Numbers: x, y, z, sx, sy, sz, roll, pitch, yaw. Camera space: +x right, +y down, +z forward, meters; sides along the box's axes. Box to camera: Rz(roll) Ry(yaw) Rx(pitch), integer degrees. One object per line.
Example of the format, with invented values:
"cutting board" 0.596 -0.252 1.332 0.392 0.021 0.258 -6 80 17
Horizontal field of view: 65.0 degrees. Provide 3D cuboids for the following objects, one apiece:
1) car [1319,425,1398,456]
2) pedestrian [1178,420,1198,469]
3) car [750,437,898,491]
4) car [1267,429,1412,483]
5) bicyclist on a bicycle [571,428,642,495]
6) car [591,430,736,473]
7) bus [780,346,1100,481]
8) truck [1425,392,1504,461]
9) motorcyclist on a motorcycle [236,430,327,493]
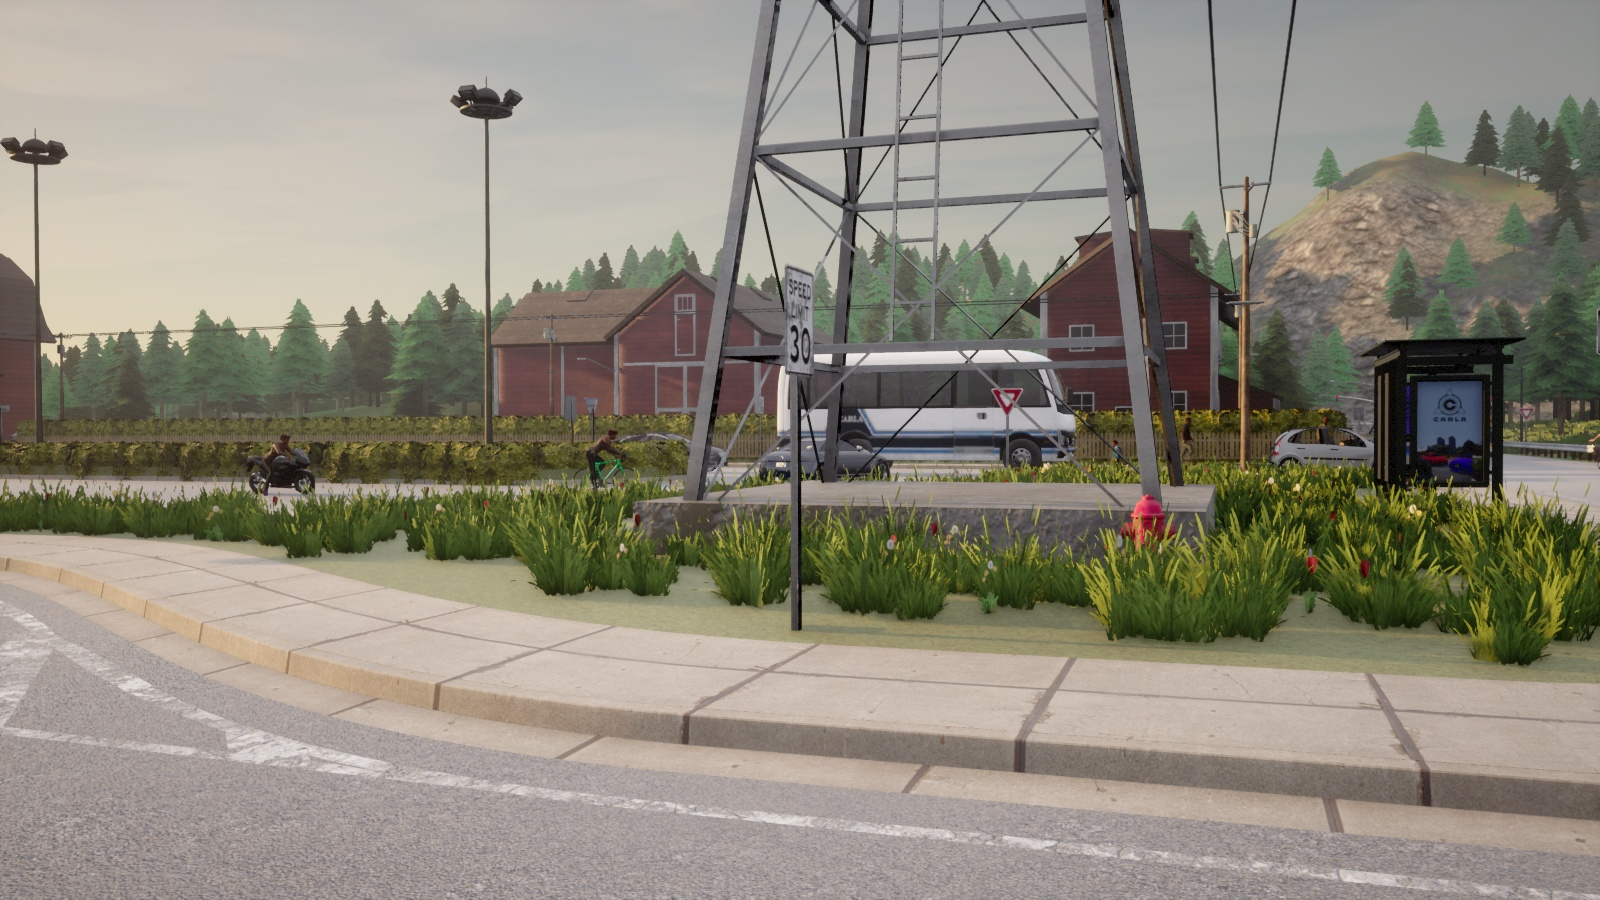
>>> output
"car" 37.240 -0.633 83.869 1.932 1.855 4.605 1 2 -26
"pedestrian" 14.715 -0.226 47.645 0.703 1.840 0.431 1 1 21
"car" 0.735 0.335 34.874 1.994 1.385 4.181 1 1 38
"car" 16.707 0.162 39.067 3.988 1.617 1.851 1 1 18
"bicyclist on a bicycle" -4.746 0.270 30.714 1.656 1.620 0.582 0 1 -14
"car" -5.056 0.016 46.643 4.902 1.511 2.128 1 1 19
"bus" 4.833 -1.223 43.161 10.273 4.253 3.944 1 1 19
"truck" 39.341 -1.385 74.593 2.891 3.827 8.468 1 1 20
"motorcyclist on a motorcycle" -12.839 0.263 31.104 2.044 1.523 0.797 1 1 18
